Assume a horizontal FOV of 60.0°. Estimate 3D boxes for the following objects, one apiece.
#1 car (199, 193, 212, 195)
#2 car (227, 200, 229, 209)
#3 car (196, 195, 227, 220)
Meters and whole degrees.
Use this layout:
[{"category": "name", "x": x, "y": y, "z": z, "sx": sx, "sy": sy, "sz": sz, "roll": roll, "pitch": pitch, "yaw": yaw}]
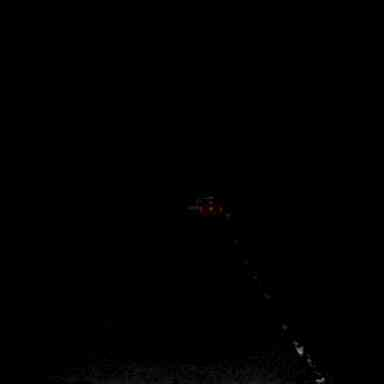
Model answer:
[{"category": "car", "x": 2.040, "y": 1.224, "z": 52.771, "sx": 2.150, "sy": 2.045, "sz": 5.566, "roll": 0, "pitch": 0, "yaw": 11}, {"category": "car", "x": 3.771, "y": 1.499, "z": 44.101, "sx": 2.128, "sy": 1.511, "sz": 4.902, "roll": 0, "pitch": 0, "yaw": 9}, {"category": "car", "x": 1.711, "y": 1.357, "z": 28.545, "sx": 2.097, "sy": 1.767, "sz": 4.553, "roll": 0, "pitch": 0, "yaw": 6}]
